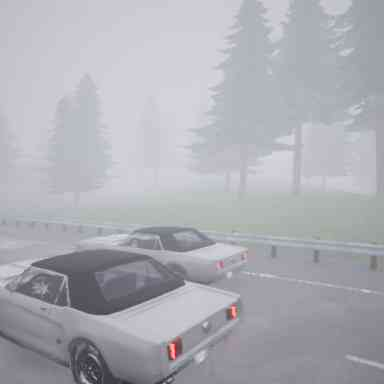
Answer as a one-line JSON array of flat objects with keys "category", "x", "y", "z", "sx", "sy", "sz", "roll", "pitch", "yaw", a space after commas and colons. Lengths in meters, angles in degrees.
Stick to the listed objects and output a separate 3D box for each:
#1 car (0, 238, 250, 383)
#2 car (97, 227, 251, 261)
[{"category": "car", "x": -1.725, "y": 1.582, "z": 5.072, "sx": 4.718, "sy": 1.301, "sz": 1.895, "roll": 0, "pitch": 0, "yaw": 34}, {"category": "car", "x": -0.980, "y": 1.575, "z": 8.775, "sx": 4.718, "sy": 1.301, "sz": 1.895, "roll": 0, "pitch": 0, "yaw": 34}]
